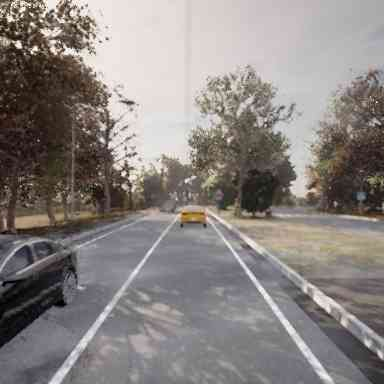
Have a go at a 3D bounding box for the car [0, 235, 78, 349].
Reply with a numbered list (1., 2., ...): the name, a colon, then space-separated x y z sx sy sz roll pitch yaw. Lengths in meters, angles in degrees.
1. car: -3.350 1.512 5.273 2.128 1.511 4.902 0 0 0

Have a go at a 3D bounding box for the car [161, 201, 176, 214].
1. car: -3.317 2.098 47.332 2.128 1.511 4.902 1 4 0

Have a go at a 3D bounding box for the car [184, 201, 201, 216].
1. car: 0.096 2.051 42.583 2.097 1.767 4.553 0 -1 0

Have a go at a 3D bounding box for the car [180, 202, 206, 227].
1. car: 0.099 1.793 25.867 1.882 1.535 5.008 0 -1 0
